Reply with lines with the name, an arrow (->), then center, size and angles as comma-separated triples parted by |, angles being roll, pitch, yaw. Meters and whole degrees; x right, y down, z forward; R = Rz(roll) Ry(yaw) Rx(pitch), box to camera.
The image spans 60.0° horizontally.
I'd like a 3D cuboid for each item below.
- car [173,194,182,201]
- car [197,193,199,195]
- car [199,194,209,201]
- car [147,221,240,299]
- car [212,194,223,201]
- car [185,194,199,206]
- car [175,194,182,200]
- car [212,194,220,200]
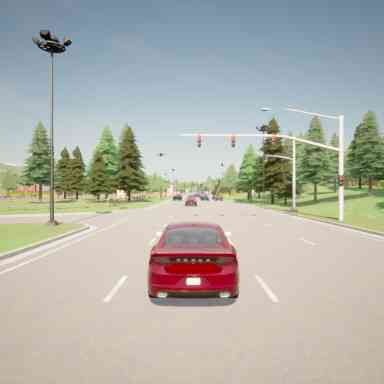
car -> -3.738, 1.469, 83.747 | 1.882, 1.535, 5.008 | 0, 0, 0
car -> 3.232, 1.357, 94.187 | 2.128, 1.511, 4.902 | 0, 0, 0
car -> 3.261, 1.516, 84.184 | 1.812, 1.442, 4.674 | 0, 0, 0
car -> 0.039, 1.478, 8.542 | 1.882, 1.535, 5.008 | 0, 0, 0
car -> 6.762, 1.516, 83.778 | 2.128, 1.511, 4.902 | 0, 0, 0
car -> -0.150, 1.525, 53.145 | 1.812, 1.442, 4.674 | 0, 0, 0
car -> -3.768, 1.310, 94.167 | 1.882, 1.535, 5.008 | 0, 0, 0
car -> 6.732, 1.372, 94.197 | 2.033, 1.411, 5.357 | 0, 0, 0
